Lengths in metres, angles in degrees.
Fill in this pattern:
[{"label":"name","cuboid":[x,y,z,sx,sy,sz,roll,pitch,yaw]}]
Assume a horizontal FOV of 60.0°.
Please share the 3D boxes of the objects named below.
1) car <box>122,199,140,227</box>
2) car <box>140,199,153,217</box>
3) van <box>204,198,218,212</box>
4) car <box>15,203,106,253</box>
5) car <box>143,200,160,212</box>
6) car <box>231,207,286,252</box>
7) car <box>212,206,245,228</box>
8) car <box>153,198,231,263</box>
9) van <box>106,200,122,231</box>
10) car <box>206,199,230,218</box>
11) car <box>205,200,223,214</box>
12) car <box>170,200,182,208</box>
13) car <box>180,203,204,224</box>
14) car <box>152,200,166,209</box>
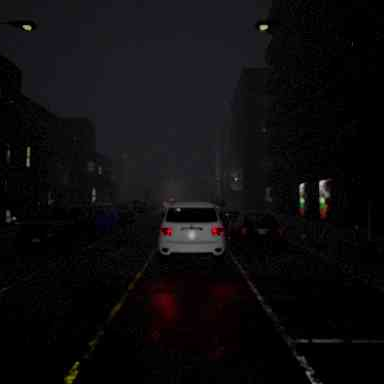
[{"label":"car","cuboid":[-5.676,1.582,25.473,2.192,1.841,5.009,1,-1,0]},{"label":"car","cuboid":[-5.678,1.693,36.287,2.192,1.841,5.009,1,-1,0]},{"label":"van","cuboid":[2.699,1.830,47.095,1.690,1.788,3.998,1,-1,0]},{"label":"car","cuboid":[-5.674,1.470,14.659,2.192,1.841,5.009,1,-1,0]},{"label":"car","cuboid":[-5.683,1.929,47.100,1.967,1.590,4.097,1,-1,0]},{"label":"car","cuboid":[2.703,1.595,14.653,1.967,1.590,4.097,1,-1,0]},{"label":"car","cuboid":[2.699,1.817,25.465,2.008,1.369,4.403,1,-1,0]},{"label":"car","cuboid":[0.005,1.358,12.612,2.150,2.045,5.566,0,0,0]},{"label":"van","cuboid":[-5.676,1.552,20.066,1.690,1.788,3.998,1,-1,0]},{"label":"car","cuboid":[2.701,1.693,36.281,2.192,1.841,5.009,1,-1,0]},{"label":"car","cuboid":[2.698,1.873,41.687,1.967,1.590,4.097,1,-1,0]},{"label":"car","cuboid":[-3.034,2.222,63.536,1.994,1.385,4.181,0,-1,0]},{"label":"car","cuboid":[0.017,1.783,29.262,1.882,1.535,5.008,0,0,0]},{"label":"car","cuboid":[-5.688,2.151,57.912,2.008,1.369,4.403,1,-1,0]}]
